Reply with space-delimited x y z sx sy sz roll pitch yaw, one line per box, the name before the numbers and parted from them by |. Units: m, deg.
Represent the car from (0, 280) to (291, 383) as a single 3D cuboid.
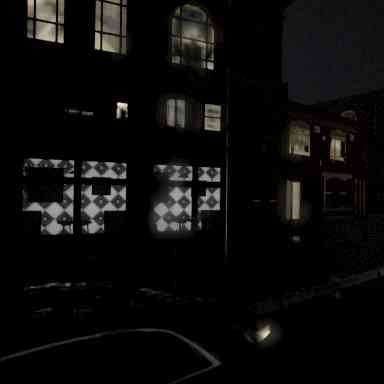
car | -1.444 1.507 2.087 4.892 1.490 1.837 1 0 -35
